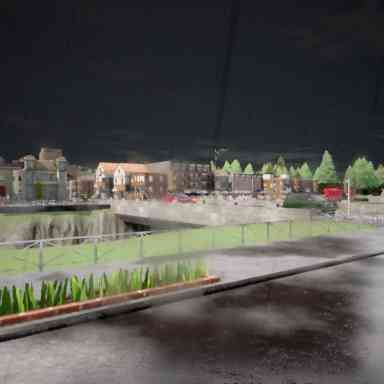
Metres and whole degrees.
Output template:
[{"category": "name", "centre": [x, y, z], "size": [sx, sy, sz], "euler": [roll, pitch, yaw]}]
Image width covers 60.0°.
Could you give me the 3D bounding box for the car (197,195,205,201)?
[{"category": "car", "centre": [0.215, 1.352, 55.924], "size": [2.097, 1.767, 4.553], "euler": [0, 0, -36]}]

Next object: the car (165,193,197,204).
[{"category": "car", "centre": [-2.065, 1.222, 51.945], "size": [2.150, 2.045, 5.566], "euler": [0, 0, -35]}]

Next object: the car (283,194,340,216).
[{"category": "car", "centre": [11.646, 1.221, 32.861], "size": [2.150, 2.045, 5.566], "euler": [0, 0, -36]}]

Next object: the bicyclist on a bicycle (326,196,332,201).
[{"category": "bicyclist on a bicycle", "centre": [16.594, 1.349, 40.362], "size": [1.656, 1.620, 0.582], "euler": [0, 0, -36]}]
